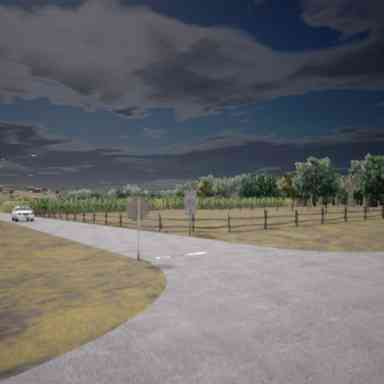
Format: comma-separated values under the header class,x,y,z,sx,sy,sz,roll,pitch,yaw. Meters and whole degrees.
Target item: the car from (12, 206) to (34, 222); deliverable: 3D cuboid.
class,x,y,z,sx,sy,sz,roll,pitch,yaw
car,-23.630,3.027,46.374,2.150,2.045,5.566,1,-3,-35
